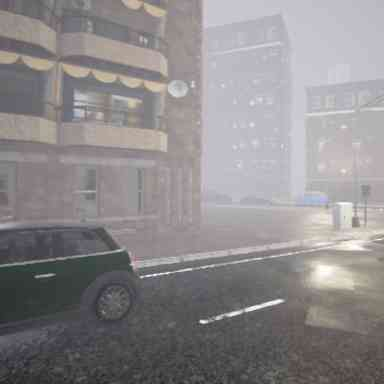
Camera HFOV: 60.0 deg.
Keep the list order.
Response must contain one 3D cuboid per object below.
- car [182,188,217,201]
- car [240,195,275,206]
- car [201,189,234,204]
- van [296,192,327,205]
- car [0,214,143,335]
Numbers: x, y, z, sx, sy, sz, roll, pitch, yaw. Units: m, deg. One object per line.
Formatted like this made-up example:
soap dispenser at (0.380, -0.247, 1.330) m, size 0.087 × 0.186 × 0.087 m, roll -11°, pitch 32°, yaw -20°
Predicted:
car at (1.160, 0.419, 52.811) m, size 5.009 × 1.841 × 2.192 m, roll 2°, pitch 0°, yaw 24°
car at (8.023, 1.024, 40.664) m, size 4.206 × 1.307 × 1.802 m, roll 2°, pitch 0°, yaw 24°
car at (2.871, 0.620, 42.919) m, size 5.009 × 1.841 × 2.192 m, roll 2°, pitch 0°, yaw 24°
van at (16.639, 0.857, 46.049) m, size 3.998 × 1.788 × 1.690 m, roll 2°, pitch 0°, yaw 24°
car at (-3.193, 1.300, 5.472) m, size 4.553 × 1.767 × 2.097 m, roll 0°, pitch 0°, yaw -35°
